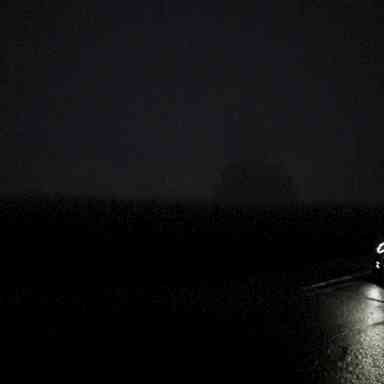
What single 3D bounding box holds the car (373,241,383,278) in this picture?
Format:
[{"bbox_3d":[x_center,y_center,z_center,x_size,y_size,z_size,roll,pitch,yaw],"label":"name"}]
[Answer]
[{"bbox_3d":[6.944,1.448,9.022,4.553,1.767,2.097,1,0,-34],"label":"car"}]
